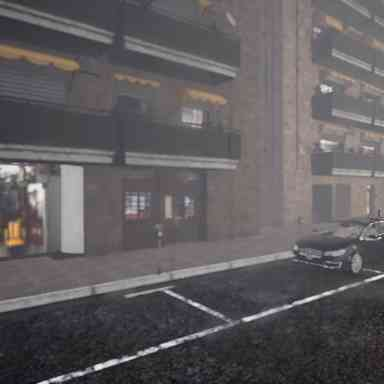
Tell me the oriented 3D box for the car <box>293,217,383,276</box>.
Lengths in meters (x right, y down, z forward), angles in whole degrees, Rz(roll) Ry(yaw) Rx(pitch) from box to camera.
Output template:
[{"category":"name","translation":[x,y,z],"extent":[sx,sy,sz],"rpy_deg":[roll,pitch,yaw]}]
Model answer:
[{"category":"car","translation":[4.871,1.473,10.032],"extent":[4.403,1.369,2.008],"rpy_deg":[-1,1,-36]}]
